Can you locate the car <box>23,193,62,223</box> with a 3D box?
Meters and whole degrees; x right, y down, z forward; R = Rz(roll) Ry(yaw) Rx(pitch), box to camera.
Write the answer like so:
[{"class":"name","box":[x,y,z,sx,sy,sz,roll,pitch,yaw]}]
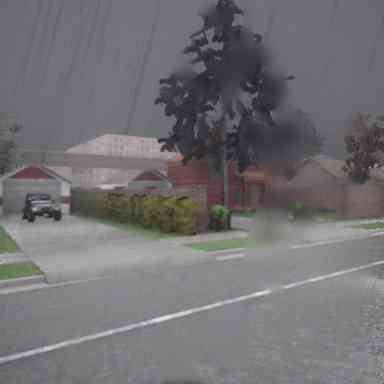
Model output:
[{"class":"car","box":[-10.155,1.013,22.369,1.905,1.878,3.866,0,0,-35]}]
